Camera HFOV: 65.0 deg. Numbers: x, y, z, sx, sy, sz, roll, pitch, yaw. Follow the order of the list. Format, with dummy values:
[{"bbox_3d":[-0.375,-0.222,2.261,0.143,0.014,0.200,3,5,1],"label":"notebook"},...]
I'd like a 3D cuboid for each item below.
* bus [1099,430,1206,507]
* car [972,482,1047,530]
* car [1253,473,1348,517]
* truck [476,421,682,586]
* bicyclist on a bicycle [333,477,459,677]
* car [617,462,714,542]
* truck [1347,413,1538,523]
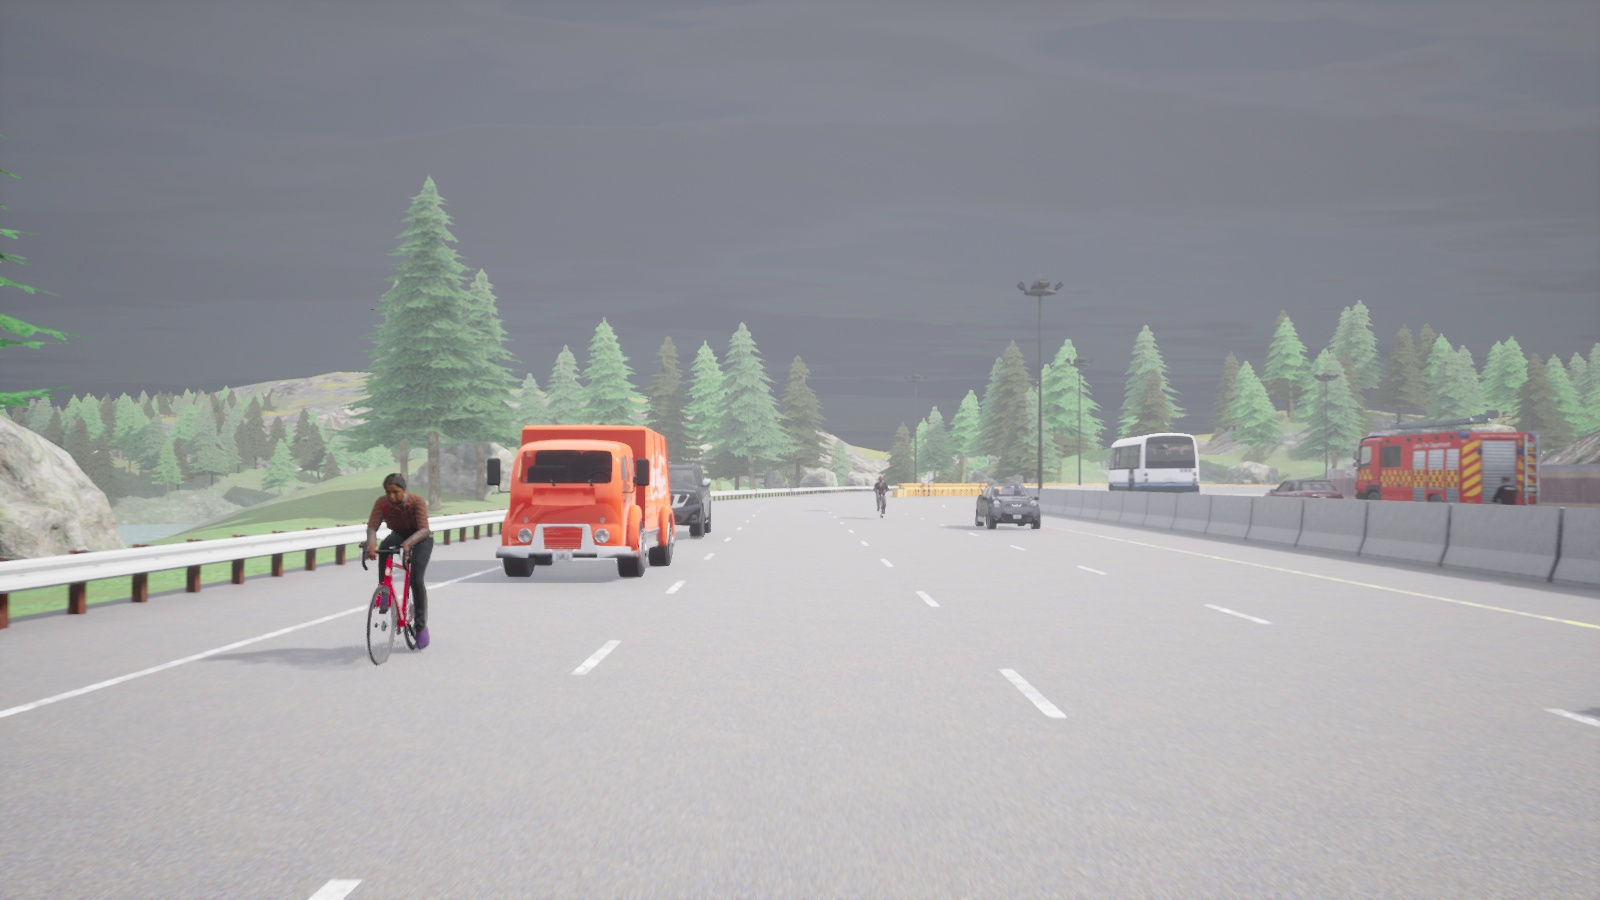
[{"bbox_3d":[20.887,1.156,75.208,3.944,4.253,10.273,-1,-1,3],"label":"bus"},{"bbox_3d":[6.824,1.796,41.247,1.845,1.501,3.633,0,-1,0],"label":"car"},{"bbox_3d":[20.766,1.845,52.292,2.097,1.767,4.553,0,-2,0],"label":"car"},{"bbox_3d":[-3.572,0.869,21.487,2.627,2.467,5.204,0,-2,0],"label":"truck"},{"bbox_3d":[-3.530,1.058,11.106,0.582,1.620,1.656,0,-1,0],"label":"bicyclist on a bicycle"},{"bbox_3d":[-3.645,1.394,35.027,2.150,2.045,5.566,0,-1,-1],"label":"car"},{"bbox_3d":[24.284,0.709,48.075,2.891,3.827,8.468,0,-1,0],"label":"truck"}]
